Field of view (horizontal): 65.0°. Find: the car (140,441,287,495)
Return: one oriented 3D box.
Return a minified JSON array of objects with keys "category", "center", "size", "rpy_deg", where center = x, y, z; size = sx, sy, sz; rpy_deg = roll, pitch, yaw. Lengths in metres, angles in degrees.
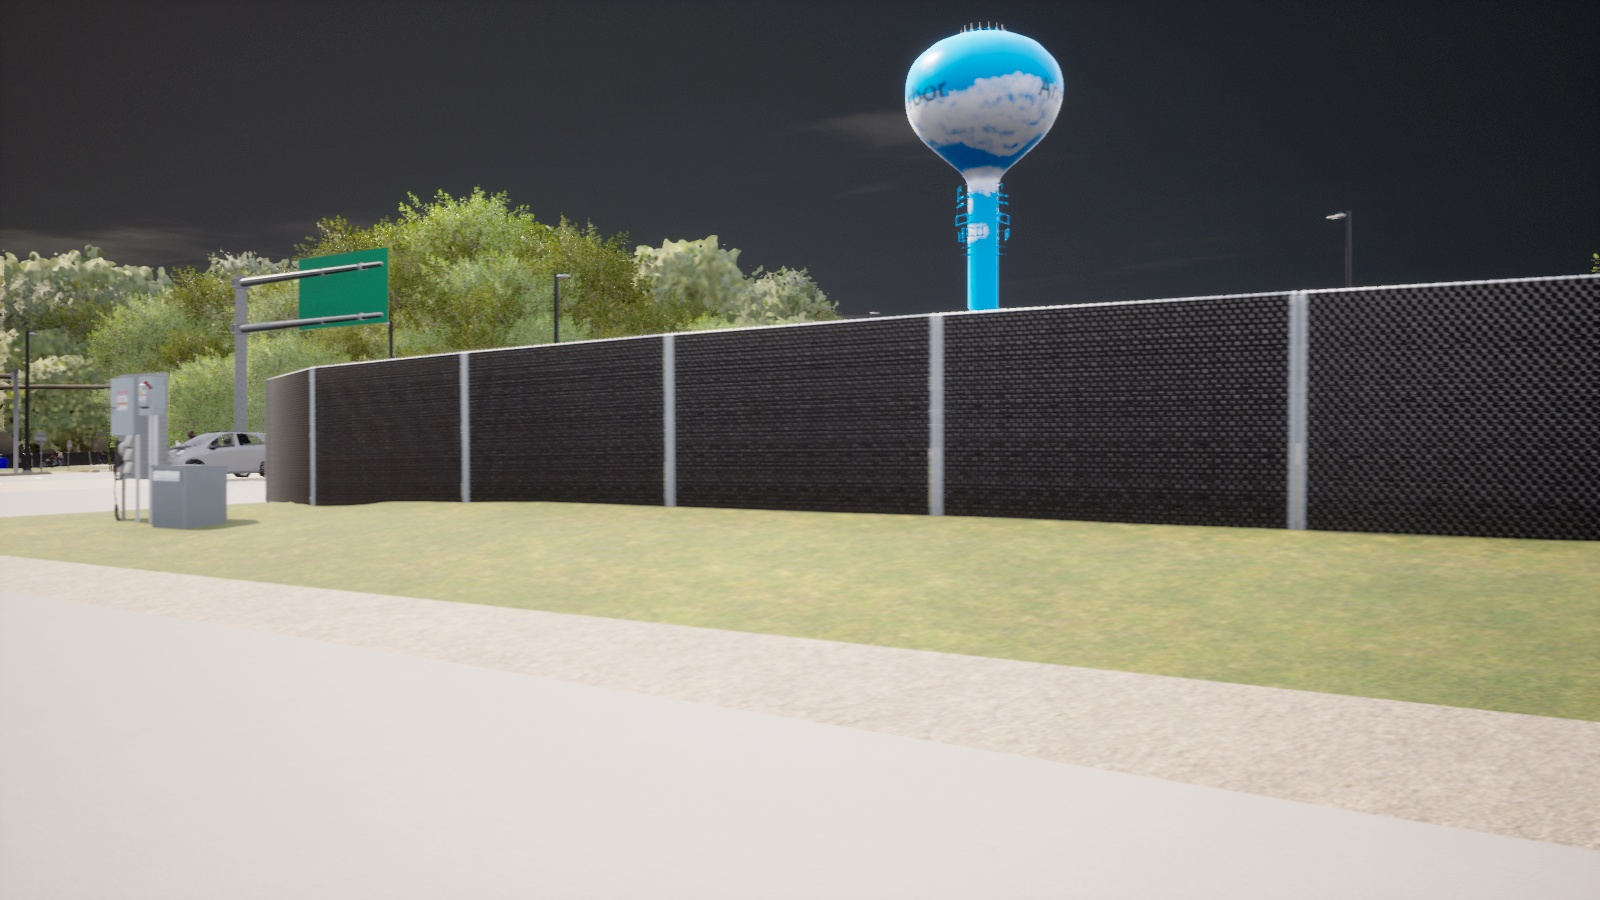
[{"category":"car","center":[-18.054,0.535,38.792],"size":[1.845,1.501,3.633],"rpy_deg":[-1,1,34]}]
